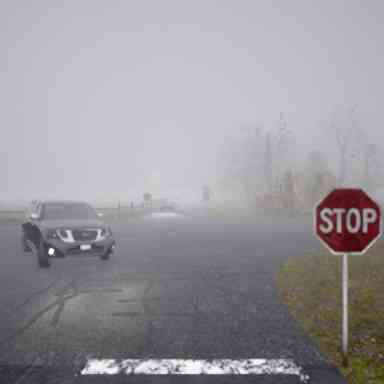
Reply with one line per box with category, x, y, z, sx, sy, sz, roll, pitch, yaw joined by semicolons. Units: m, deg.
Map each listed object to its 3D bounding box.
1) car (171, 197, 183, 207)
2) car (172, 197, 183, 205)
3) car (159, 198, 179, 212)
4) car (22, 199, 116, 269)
car;-2.987;1.632;56.845;2.097;1.767;4.553;0;0;0
car;-2.901;1.821;68.888;2.128;1.511;4.902;0;0;0
car;-3.014;1.816;41.794;1.895;1.301;4.718;0;0;0
car;-4.650;1.295;12.037;2.150;2.045;5.566;2;-2;-34
